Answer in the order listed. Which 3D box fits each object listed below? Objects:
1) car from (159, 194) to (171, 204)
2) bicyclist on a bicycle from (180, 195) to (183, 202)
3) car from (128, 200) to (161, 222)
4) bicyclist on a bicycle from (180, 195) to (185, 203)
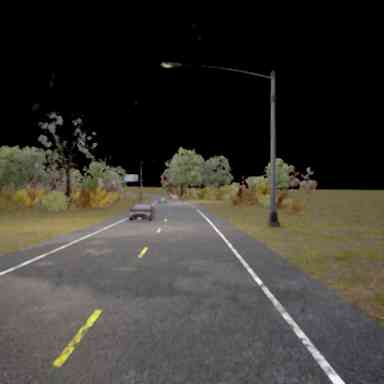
[{"bbox_3d":[-6.074,1.713,69.757,2.128,1.511,4.902,0,0,-4],"label":"car"},{"bbox_3d":[-2.616,1.662,82.680,0.866,1.612,1.509,0,0,-5],"label":"bicyclist on a bicycle"},{"bbox_3d":[-4.042,1.637,27.770,2.033,1.411,5.357,0,0,-2],"label":"car"},{"bbox_3d":[-1.893,1.642,73.683,0.866,1.612,1.509,0,0,-4],"label":"bicyclist on a bicycle"}]
